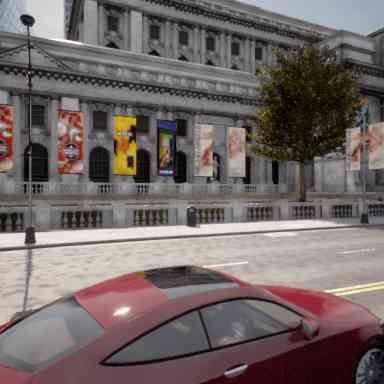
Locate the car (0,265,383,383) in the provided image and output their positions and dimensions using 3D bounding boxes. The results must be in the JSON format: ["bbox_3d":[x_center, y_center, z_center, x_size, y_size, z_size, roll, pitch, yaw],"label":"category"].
[{"bbox_3d":[0.105,1.526,3.401,4.674,1.442,1.812,0,0,-32],"label":"car"}]
